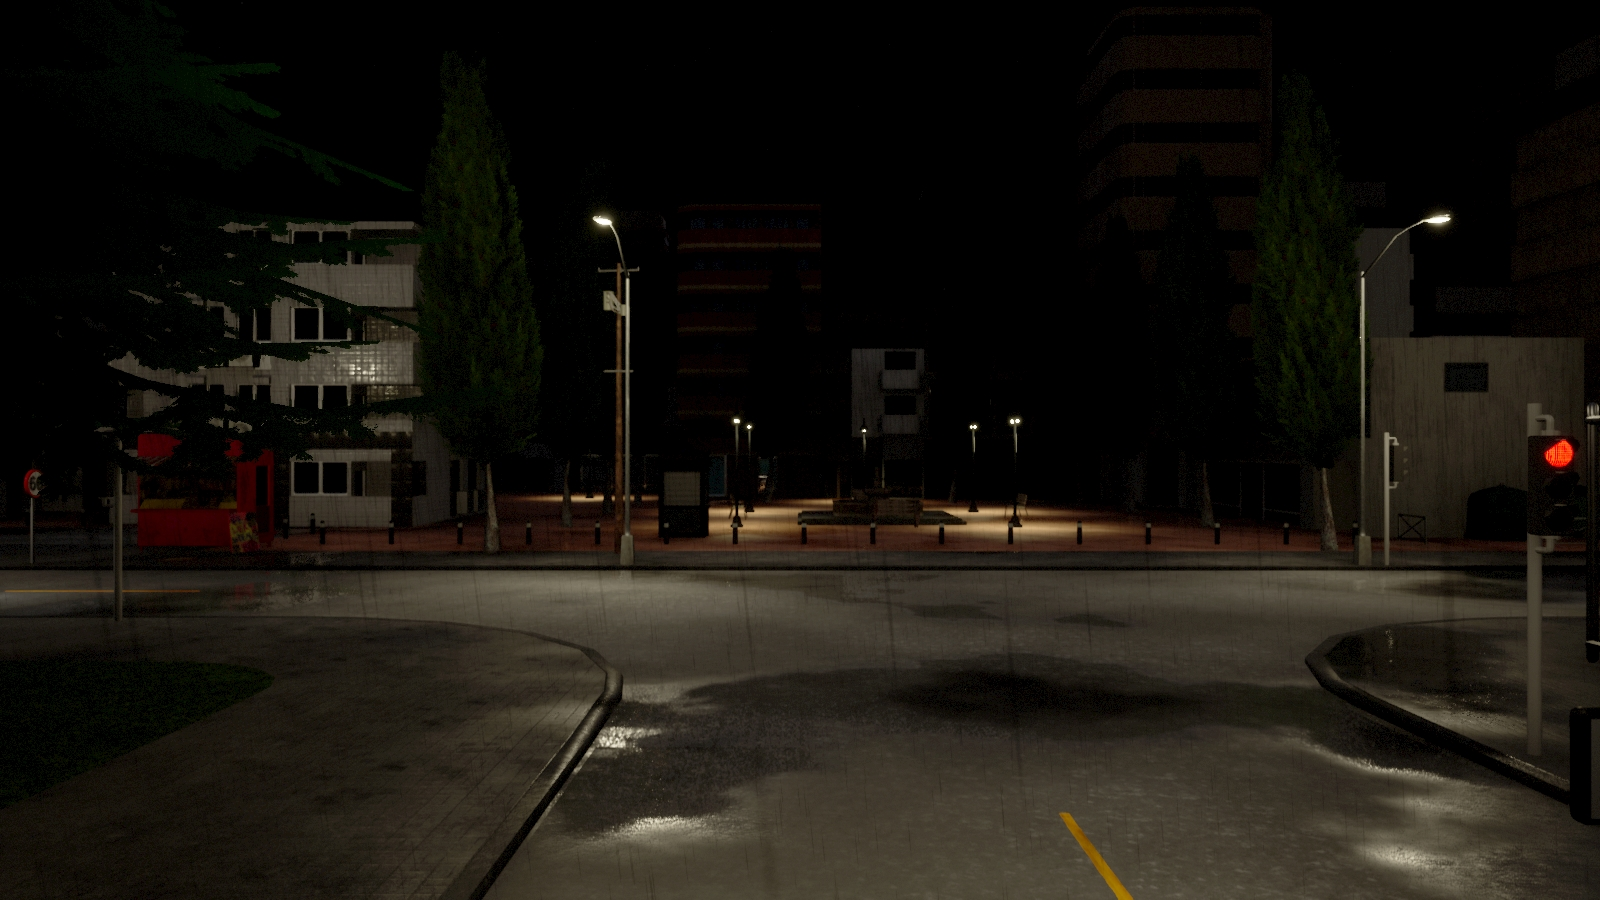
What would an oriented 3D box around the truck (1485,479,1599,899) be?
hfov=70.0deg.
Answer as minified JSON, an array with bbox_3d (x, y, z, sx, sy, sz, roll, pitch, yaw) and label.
[{"bbox_3d":[4.017,1.349,1.921,2.627,2.467,5.204,0,0,0],"label":"truck"}]
